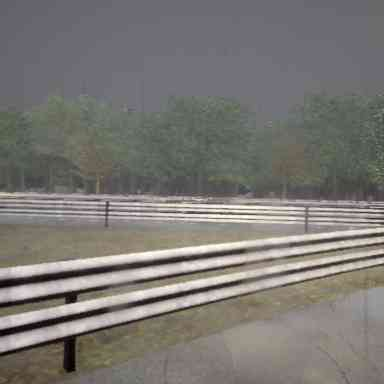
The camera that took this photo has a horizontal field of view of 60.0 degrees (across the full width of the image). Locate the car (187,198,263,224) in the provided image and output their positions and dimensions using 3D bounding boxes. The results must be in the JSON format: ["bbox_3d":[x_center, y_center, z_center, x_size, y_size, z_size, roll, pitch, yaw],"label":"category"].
[{"bbox_3d":[2.173,1.217,22.133,5.008,1.535,1.882,1,0,4],"label":"car"}]

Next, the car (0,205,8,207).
[{"bbox_3d":[-15.415,0.646,23.277,4.553,1.767,2.097,1,0,4],"label":"car"}]
